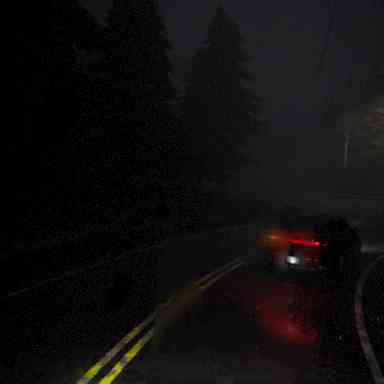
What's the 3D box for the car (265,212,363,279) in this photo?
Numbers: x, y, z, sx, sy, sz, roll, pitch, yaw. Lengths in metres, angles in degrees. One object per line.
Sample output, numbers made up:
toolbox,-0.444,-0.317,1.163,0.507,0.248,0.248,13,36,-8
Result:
car,3.738,1.358,9.888,1.837,1.490,4.892,3,2,33
